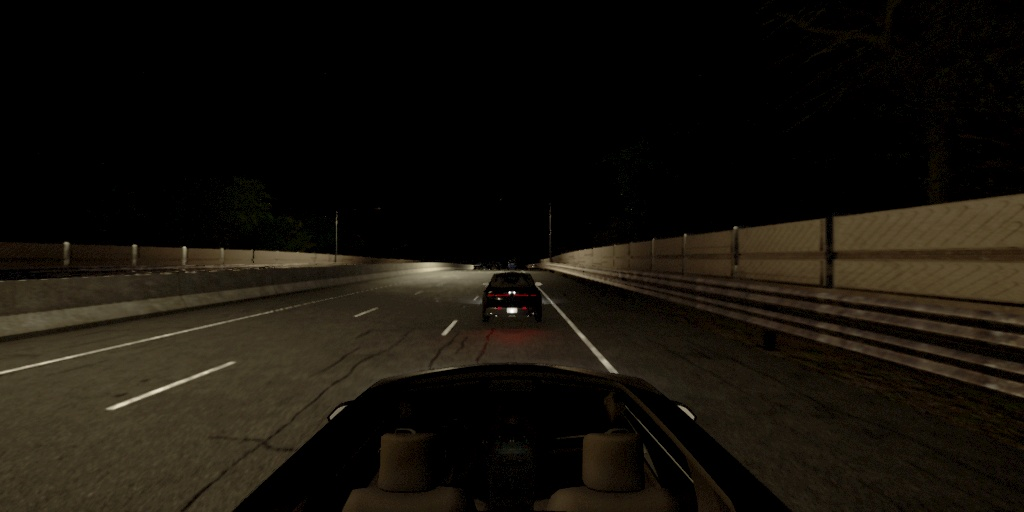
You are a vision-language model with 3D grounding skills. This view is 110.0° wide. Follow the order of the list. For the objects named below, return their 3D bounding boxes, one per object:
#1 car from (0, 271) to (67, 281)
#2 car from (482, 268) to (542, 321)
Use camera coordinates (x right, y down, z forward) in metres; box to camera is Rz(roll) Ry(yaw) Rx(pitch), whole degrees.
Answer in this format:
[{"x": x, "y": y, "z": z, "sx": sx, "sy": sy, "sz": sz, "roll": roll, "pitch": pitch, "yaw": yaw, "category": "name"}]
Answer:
[{"x": -17.585, "y": 1.335, "z": 11.278, "sx": 1.994, "sy": 1.385, "sz": 4.181, "roll": 0, "pitch": 0, "yaw": 0, "category": "car"}, {"x": 0.002, "y": 1.323, "z": 12.560, "sx": 1.837, "sy": 1.490, "sz": 4.892, "roll": 0, "pitch": -1, "yaw": 0, "category": "car"}]
